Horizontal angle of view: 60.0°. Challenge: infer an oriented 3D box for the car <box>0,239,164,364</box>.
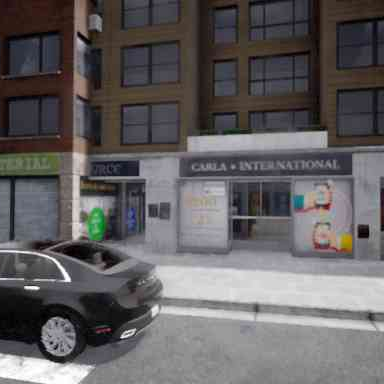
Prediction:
[{"bbox_3d":[-2.912,1.580,5.649,4.892,1.490,1.837,-1,-1,14],"label":"car"}]
